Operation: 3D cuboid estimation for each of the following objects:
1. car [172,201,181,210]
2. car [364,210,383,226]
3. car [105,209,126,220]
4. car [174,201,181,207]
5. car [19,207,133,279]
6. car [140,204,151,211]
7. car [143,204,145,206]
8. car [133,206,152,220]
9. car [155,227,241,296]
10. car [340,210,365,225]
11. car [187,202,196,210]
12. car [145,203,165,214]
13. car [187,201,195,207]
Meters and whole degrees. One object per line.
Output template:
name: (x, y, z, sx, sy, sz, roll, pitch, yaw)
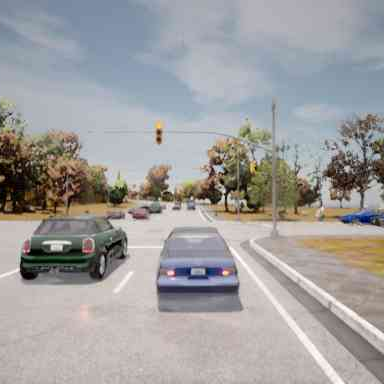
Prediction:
car: (-3.659, 3.508, 77.892, 1.895, 1.301, 4.718, 0, 0, 0)
car: (18.317, 2.447, 29.891, 4.181, 1.385, 1.994, 0, -3, -3)
car: (-10.687, 3.180, 46.864, 1.994, 1.385, 4.181, 0, -2, 0)
car: (-3.773, 3.214, 87.924, 1.837, 1.490, 4.892, 0, 0, -4)
car: (-3.437, 1.482, 10.572, 2.097, 1.767, 4.553, 0, -1, 0)
car: (-10.657, 3.516, 77.234, 1.895, 1.301, 4.718, 0, 0, 0)
car: (-10.676, 3.482, 62.056, 2.033, 1.411, 5.357, 0, -1, 0)
car: (-7.187, 3.092, 46.773, 1.882, 1.535, 5.008, 0, -2, 0)
car: (0.074, 1.642, 8.955, 2.033, 1.411, 5.357, 0, -1, -1)
car: (17.452, 2.520, 33.357, 5.008, 1.535, 1.882, 0, -3, -3)
car: (-0.159, 3.437, 77.834, 1.812, 1.442, 4.674, 0, 0, 0)
car: (-7.163, 3.177, 65.156, 2.150, 2.045, 5.566, 0, -1, 0)
car: (-0.274, 3.271, 88.016, 1.994, 1.385, 4.181, 0, 0, -4)
